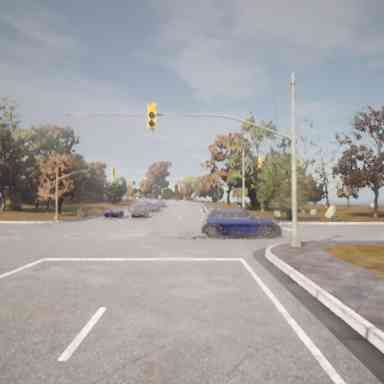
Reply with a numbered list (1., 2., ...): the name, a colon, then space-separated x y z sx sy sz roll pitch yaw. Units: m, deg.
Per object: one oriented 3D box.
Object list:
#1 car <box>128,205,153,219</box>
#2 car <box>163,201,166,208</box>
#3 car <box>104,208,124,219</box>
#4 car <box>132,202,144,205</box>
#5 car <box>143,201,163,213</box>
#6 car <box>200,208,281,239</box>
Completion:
1. car: -7.077 2.845 45.438 2.033 1.411 5.357 0 -1 0
2. car: -6.974 2.773 75.513 1.882 1.535 5.008 0 1 0
3. car: -10.576 2.894 45.267 1.895 1.301 4.718 0 -1 0
4. car: -10.537 2.978 61.049 1.812 1.442 4.674 0 0 0
5. car: -7.043 2.806 60.433 2.097 1.767 4.553 0 0 0
6. car: 2.765 1.729 19.204 4.553 1.767 2.097 0 -2 1
